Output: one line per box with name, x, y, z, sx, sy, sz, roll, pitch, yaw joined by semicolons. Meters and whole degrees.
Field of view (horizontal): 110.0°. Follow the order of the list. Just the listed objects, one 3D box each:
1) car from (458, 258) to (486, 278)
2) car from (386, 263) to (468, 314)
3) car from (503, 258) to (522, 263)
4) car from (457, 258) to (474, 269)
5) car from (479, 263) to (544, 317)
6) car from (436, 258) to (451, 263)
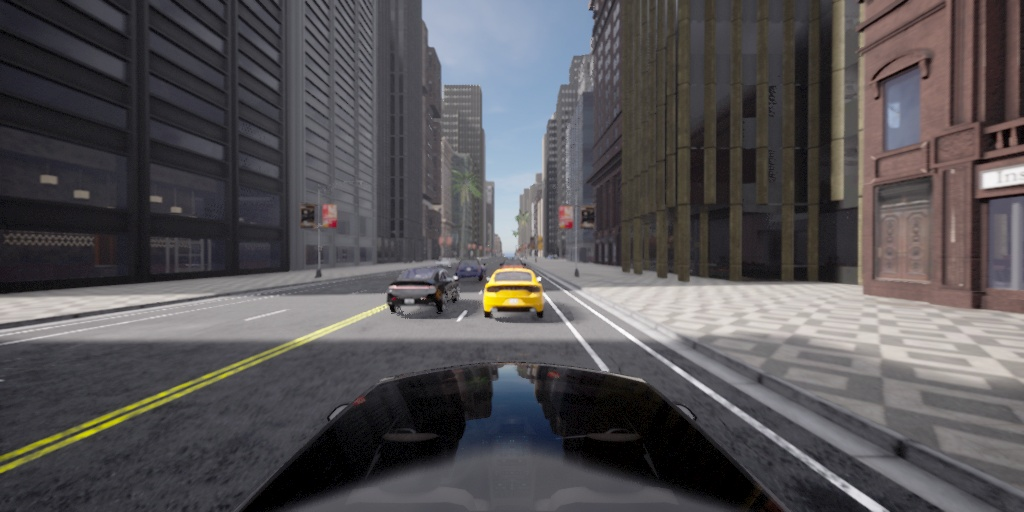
car;-3.180;0.975;28.570;2.097;1.767;4.553;0;0;0
car;-3.180;1.186;13.585;2.128;1.511;4.902;0;0;0
car;0.070;0.975;28.573;2.097;1.767;4.553;0;0;0
car;-6.578;1.022;51.336;1.837;1.490;4.892;0;1;0
car;0.066;1.175;12.951;1.882;1.535;5.008;0;0;0
car;-9.828;1.044;51.312;1.812;1.442;4.674;0;0;0
